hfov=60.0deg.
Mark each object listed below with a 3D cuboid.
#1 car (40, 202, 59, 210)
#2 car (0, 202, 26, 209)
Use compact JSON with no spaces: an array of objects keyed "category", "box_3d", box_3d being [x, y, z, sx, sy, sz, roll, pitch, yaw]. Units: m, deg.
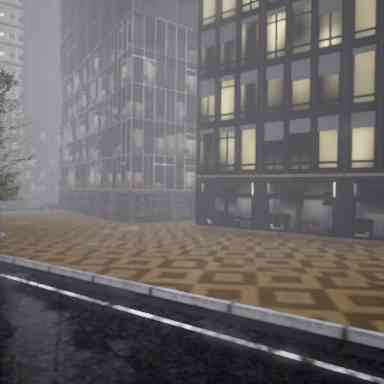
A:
[{"category":"car","box_3d":[-23.984,2.486,58.037,4.507,1.381,1.887,0,1,-34]},{"category":"car","box_3d":[-33.111,2.336,61.341,4.403,1.369,2.008,0,1,-34]}]
